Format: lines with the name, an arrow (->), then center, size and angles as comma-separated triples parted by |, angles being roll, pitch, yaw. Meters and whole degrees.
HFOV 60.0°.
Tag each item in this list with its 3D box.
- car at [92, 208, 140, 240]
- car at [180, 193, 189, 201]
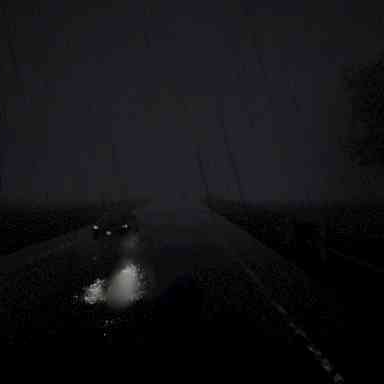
car -> -3.855, 1.589, 17.525 | 1.812, 1.442, 4.674 | -1, 0, -1
car -> -1.950, 1.162, 86.387 | 2.150, 2.045, 5.566 | -1, 0, -1
